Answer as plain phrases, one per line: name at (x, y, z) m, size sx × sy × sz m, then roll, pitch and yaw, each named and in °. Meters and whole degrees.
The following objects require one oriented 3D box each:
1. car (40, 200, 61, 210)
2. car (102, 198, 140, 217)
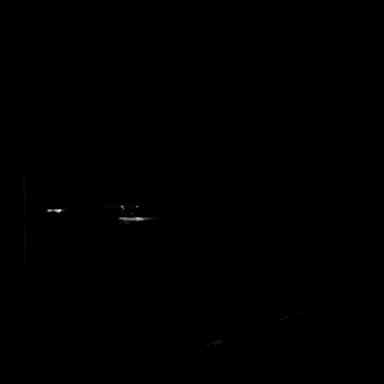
car at (-20.709, 1.831, 48.509) m, size 1.994 × 1.385 × 4.181 m, roll 0°, pitch 0°, yaw -40°
car at (-6.899, 1.437, 32.031) m, size 2.097 × 1.767 × 4.553 m, roll 0°, pitch 0°, yaw -40°
